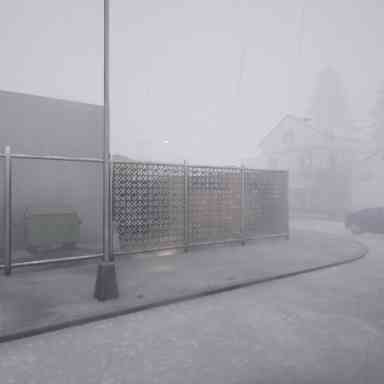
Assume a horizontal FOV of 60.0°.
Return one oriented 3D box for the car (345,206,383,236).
[{"bbox_3d":[9.895,1.477,16.179,1.882,1.535,5.008,1,0,-22],"label":"car"}]
